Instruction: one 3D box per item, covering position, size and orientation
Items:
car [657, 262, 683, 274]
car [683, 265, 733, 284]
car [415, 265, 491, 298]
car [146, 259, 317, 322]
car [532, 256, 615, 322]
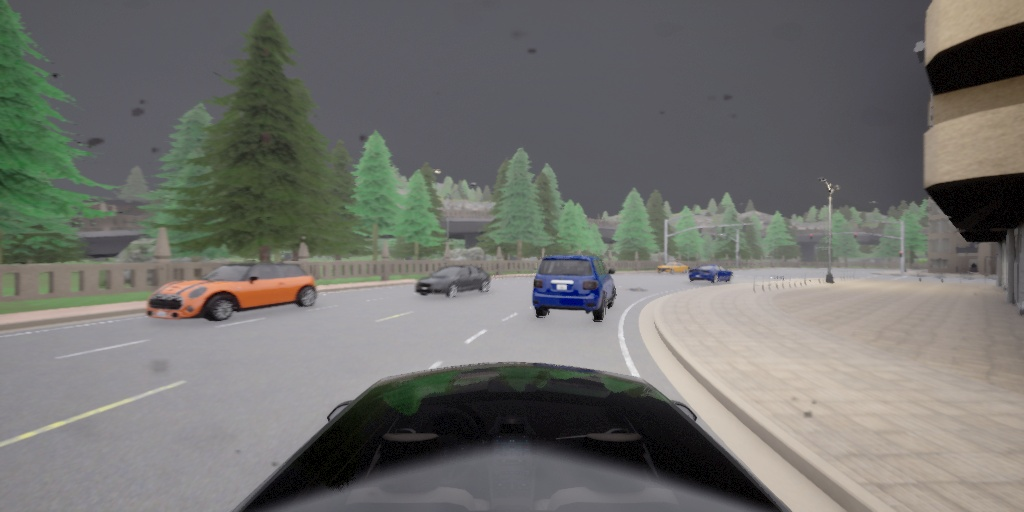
[{"bbox_3d":[20.697,1.534,46.336,5.008,1.535,1.882,1,0,-37],"label":"car"},{"bbox_3d":[16.609,1.461,29.884,5.008,1.535,1.882,1,0,-39],"label":"car"},{"bbox_3d":[-2.873,1.233,18.394,1.837,1.490,4.892,0,0,27],"label":"car"},{"bbox_3d":[-8.890,0.999,11.890,2.097,1.767,4.553,1,0,16],"label":"car"},{"bbox_3d":[2.391,1.011,12.918,2.150,2.045,5.566,0,0,21],"label":"car"}]
